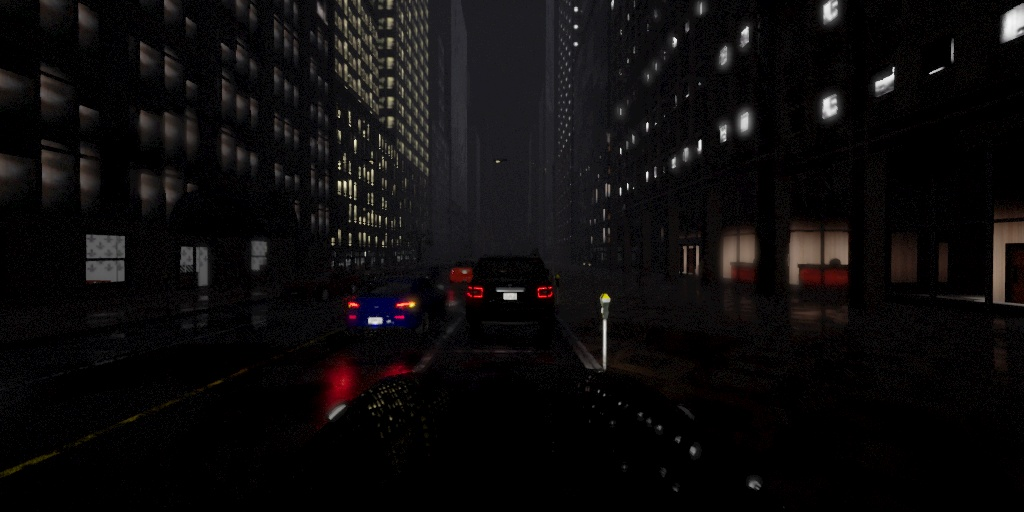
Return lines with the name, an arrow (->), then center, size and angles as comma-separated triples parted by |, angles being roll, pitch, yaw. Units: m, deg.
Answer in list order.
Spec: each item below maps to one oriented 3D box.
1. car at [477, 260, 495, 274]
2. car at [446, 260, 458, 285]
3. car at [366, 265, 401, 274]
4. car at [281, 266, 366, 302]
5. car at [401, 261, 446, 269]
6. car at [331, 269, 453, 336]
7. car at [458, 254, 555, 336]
car -> -3.046, 1.247, 42.941 | 1.837, 1.490, 4.892 | 0, 0, 0
car -> -3.146, 1.098, 25.917 | 2.097, 1.767, 4.553 | 0, 0, 0
car -> -8.838, 1.297, 22.523 | 2.007, 1.370, 4.403 | 0, 0, 0
car -> -8.837, 1.292, 16.839 | 1.888, 1.381, 4.507 | 0, 0, 0
car -> -6.246, 1.293, 25.961 | 2.033, 1.411, 5.357 | 0, 0, 0
car -> -3.057, 1.274, 10.299 | 1.812, 1.442, 4.674 | 0, 0, 0
car -> -0.039, 0.976, 10.531 | 2.150, 2.045, 5.566 | 0, 0, 0
